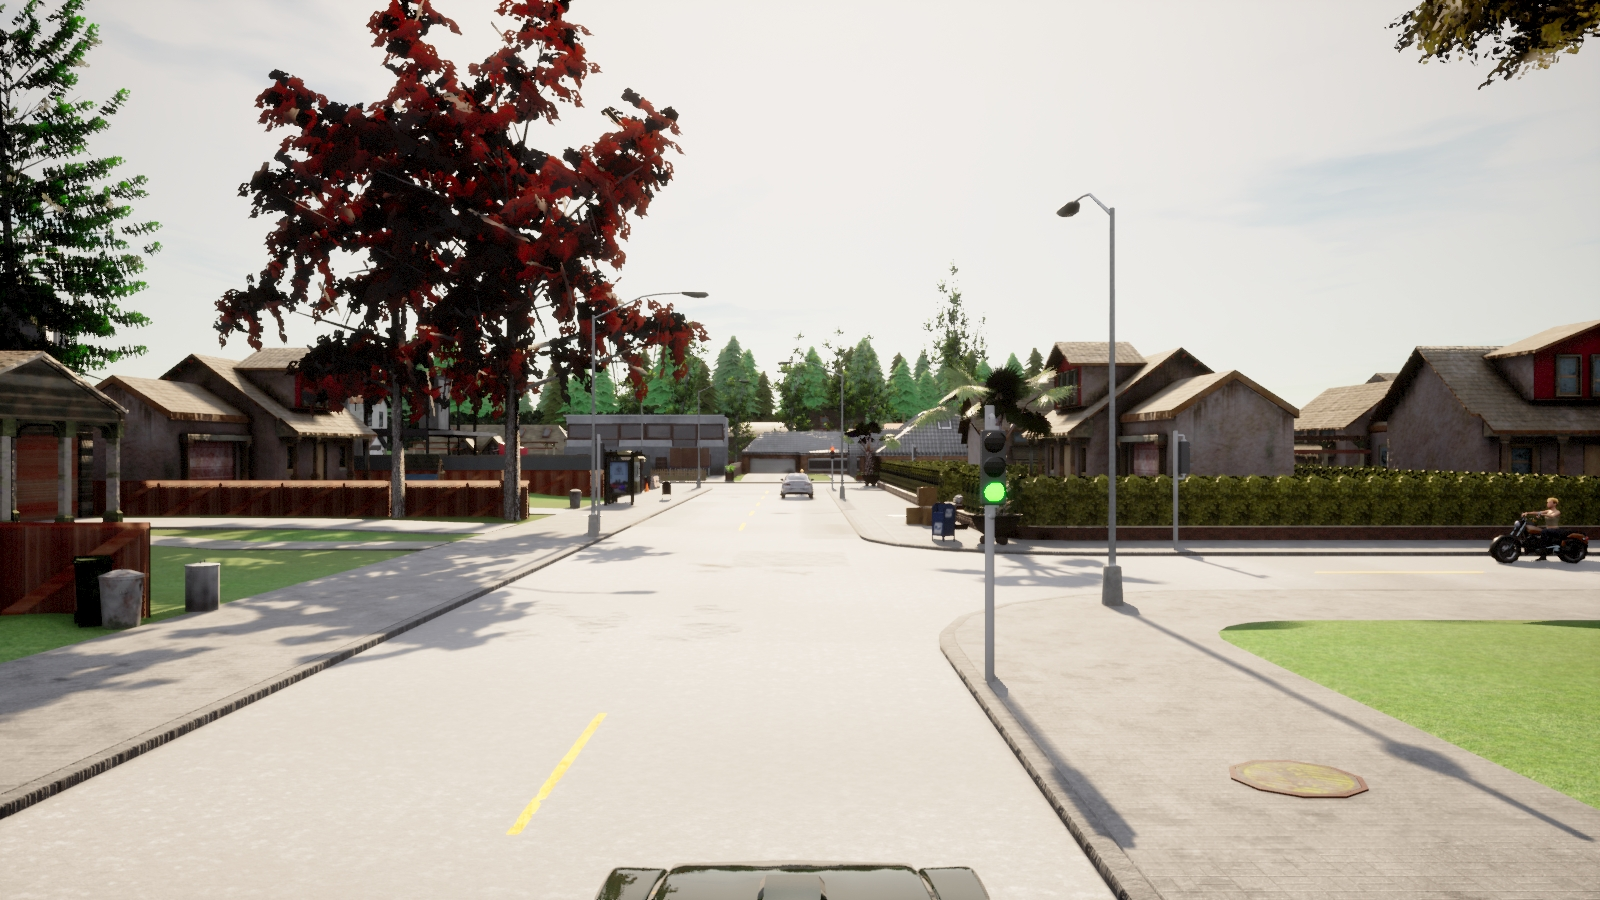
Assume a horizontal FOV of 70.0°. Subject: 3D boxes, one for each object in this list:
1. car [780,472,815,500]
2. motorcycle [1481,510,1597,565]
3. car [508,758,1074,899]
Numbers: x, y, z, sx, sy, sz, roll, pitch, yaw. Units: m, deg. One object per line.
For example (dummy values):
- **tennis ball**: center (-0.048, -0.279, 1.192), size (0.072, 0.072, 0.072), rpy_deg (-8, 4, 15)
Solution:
- **car**: center (-0.164, 2.081, 66.907), size (2.002, 1.442, 4.674), rpy_deg (0, 0, 0)
- **motorcycle**: center (18.237, 2.155, 28.222), size (2.356, 1.307, 0.764), rpy_deg (0, 0, 0)
- **car**: center (-0.028, 2.155, 3.213), size (1.895, 1.301, 4.718), rpy_deg (0, 0, 0)
